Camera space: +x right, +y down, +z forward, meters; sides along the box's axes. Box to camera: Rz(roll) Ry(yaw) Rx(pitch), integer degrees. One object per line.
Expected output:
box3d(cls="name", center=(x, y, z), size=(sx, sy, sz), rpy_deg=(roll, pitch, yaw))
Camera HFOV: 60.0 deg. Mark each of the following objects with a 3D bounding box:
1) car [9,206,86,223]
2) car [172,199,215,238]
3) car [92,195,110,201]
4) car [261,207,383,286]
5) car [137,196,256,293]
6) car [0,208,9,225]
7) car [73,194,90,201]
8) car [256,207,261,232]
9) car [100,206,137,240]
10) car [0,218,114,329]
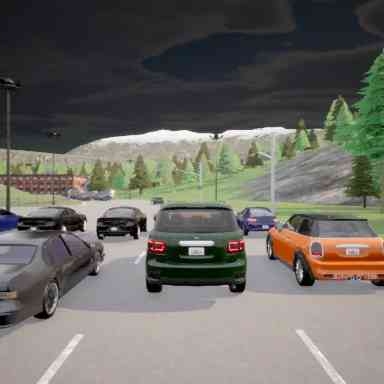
box3d(cls="car", center=(-6.958, 1.478, 17.123), size=(1.882, 1.535, 5.008), rpy_deg=(0, 0, 1))
box3d(cls="car", center=(0.022, 1.352, 18.575), size=(2.097, 1.767, 4.553), rpy_deg=(0, 0, -1))
box3d(cls="car", center=(-22.490, 1.524, 81.721), size=(1.812, 1.442, 4.674), rpy_deg=(0, 0, -37))
box3d(cls="car", center=(3.581, 1.352, 9.543), size=(2.097, 1.767, 4.553), rpy_deg=(0, 0, 0))
box3d(cls="car", center=(0.082, 1.221, 9.012), size=(2.150, 2.045, 5.566), rpy_deg=(0, 0, 0))
box3d(cls="car", center=(-10.453, 1.526, 17.326), size=(1.812, 1.442, 4.674), rpy_deg=(0, 0, -1))
box3d(cls="car", center=(-26.576, 1.524, 81.329), size=(1.812, 1.442, 4.674), rpy_deg=(0, 0, -41))
box3d(cls="car", center=(3.528, 1.526, 18.399), size=(1.812, 1.442, 4.674), rpy_deg=(0, 0, -1))
box3d(cls="car", center=(-3.452, 1.478, 17.113), size=(1.882, 1.535, 5.008), rpy_deg=(0, 0, 0))
box3d(cls="car", center=(-3.413, 1.547, 7.287), size=(2.033, 1.411, 5.357), rpy_deg=(0, 0, -1))
